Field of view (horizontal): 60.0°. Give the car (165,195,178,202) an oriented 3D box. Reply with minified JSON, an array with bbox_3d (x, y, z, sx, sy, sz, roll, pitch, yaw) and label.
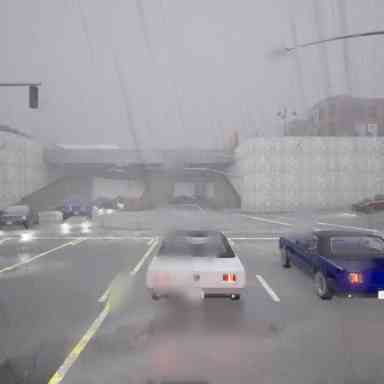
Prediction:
[{"bbox_3d":[-4.660,1.355,75.532,2.097,1.767,4.553,0,0,6],"label":"car"}]

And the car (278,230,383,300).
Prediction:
[{"bbox_3d":[3.591,1.601,8.321,1.895,1.301,4.718,0,0,0],"label":"car"}]

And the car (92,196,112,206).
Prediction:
[{"bbox_3d":[-14.978,1.490,55.446,2.128,1.511,4.902,0,0,-1],"label":"car"}]

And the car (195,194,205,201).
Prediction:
[{"bbox_3d":[1.506,1.355,85.426,2.097,1.767,4.553,0,0,28],"label":"car"}]

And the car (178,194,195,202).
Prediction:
[{"bbox_3d":[-1.159,1.525,75.425,2.128,1.511,4.902,0,0,6],"label":"car"}]

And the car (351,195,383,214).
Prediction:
[{"bbox_3d":[15.847,0.973,28.407,4.181,1.385,1.994,-7,0,0],"label":"car"}]

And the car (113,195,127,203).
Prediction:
[{"bbox_3d":[-15.230,1.525,70.724,2.128,1.511,4.902,0,0,-1],"label":"car"}]

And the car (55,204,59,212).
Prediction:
[{"bbox_3d":[-14.610,1.547,39.953,2.033,1.411,5.357,0,0,-2],"label":"car"}]

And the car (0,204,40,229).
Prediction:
[{"bbox_3d":[-11.133,1.525,21.495,1.812,1.442,4.674,0,0,-14],"label":"car"}]

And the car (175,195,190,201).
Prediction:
[{"bbox_3d":[-2.295,1.477,85.395,1.882,1.535,5.008,0,0,24],"label":"car"}]

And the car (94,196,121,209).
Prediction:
[{"bbox_3d":[-11.225,1.563,44.194,1.994,1.385,4.181,0,0,-1],"label":"car"}]

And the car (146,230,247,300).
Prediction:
[{"bbox_3d":[0.091,1.601,8.315,1.895,1.301,4.718,0,0,0],"label":"car"}]

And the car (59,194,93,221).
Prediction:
[{"bbox_3d":[-9.430,1.223,27.492,2.150,2.045,5.566,0,0,-17],"label":"car"}]

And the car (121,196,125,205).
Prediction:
[{"bbox_3d":[-11.555,1.525,59.349,1.812,1.442,4.674,0,0,-1],"label":"car"}]
